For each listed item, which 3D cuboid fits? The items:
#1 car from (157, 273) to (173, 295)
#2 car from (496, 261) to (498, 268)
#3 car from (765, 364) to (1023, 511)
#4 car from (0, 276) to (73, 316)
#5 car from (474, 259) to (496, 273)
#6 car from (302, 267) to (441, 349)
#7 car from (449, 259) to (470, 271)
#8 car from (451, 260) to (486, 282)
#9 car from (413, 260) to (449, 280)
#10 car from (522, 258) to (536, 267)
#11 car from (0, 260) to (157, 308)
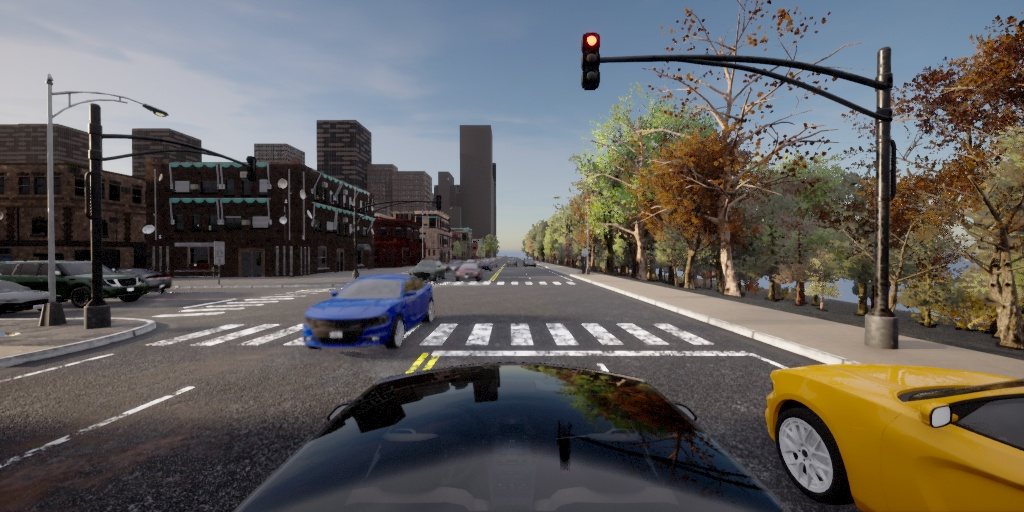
[{"bbox_3d":[-21.230,1.447,19.302,4.902,1.511,2.128,-1,1,1],"label":"car"},{"bbox_3d":[-3.387,1.290,59.666,1.994,1.385,4.181,0,0,0],"label":"car"},{"bbox_3d":[3.351,1.228,1.378,1.882,1.535,5.008,0,0,0],"label":"car"},{"bbox_3d":[-19.960,1.564,13.482,4.313,1.339,1.948,0,0,0],"label":"car"},{"bbox_3d":[-3.393,1.336,44.489,1.895,1.301,4.718,0,0,0],"label":"car"},{"bbox_3d":[-3.359,1.226,9.337,1.882,1.535,5.008,0,0,0],"label":"car"},{"bbox_3d":[-6.646,1.226,42.978,2.128,1.511,4.902,0,0,0],"label":"car"},{"bbox_3d":[-3.380,1.268,28.811,1.812,1.442,4.674,0,0,0],"label":"car"},{"bbox_3d":[-6.628,1.094,28.401,2.097,1.767,4.553,0,0,0],"label":"car"},{"bbox_3d":[3.272,1.290,64.483,1.994,1.385,4.181,0,0,1],"label":"car"},{"bbox_3d":[-20.012,1.194,16.183,5.566,2.045,2.150,-1,1,0],"label":"car"}]
